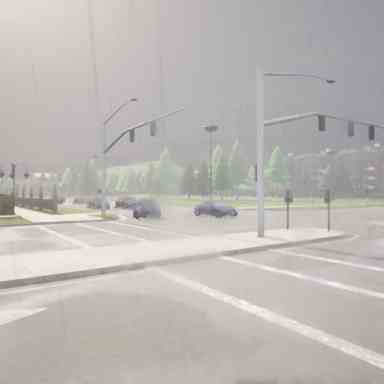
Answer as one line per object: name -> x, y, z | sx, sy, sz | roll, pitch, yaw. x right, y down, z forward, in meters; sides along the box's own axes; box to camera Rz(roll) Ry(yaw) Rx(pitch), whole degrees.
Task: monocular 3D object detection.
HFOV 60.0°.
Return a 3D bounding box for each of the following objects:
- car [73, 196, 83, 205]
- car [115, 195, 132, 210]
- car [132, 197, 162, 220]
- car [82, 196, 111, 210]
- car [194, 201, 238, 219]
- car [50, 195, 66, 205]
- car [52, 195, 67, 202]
car -> -19.723, 1.481, 59.240 | 2.128, 1.511, 4.902 | 0, 0, -36
car -> -8.365, 1.340, 43.548 | 2.097, 1.767, 4.553 | 0, 0, -36
car -> -3.821, 1.343, 28.378 | 2.097, 1.767, 4.553 | 0, 0, -11
car -> -12.014, 1.495, 42.617 | 1.837, 1.490, 4.892 | 0, 0, -36
car -> 1.997, 1.513, 29.290 | 1.812, 1.442, 4.674 | 0, 0, -36
car -> -24.412, 1.591, 59.759 | 1.895, 1.301, 4.718 | 0, 0, -36
car -> -28.602, 1.323, 71.557 | 1.994, 1.385, 4.181 | 0, 0, -36
